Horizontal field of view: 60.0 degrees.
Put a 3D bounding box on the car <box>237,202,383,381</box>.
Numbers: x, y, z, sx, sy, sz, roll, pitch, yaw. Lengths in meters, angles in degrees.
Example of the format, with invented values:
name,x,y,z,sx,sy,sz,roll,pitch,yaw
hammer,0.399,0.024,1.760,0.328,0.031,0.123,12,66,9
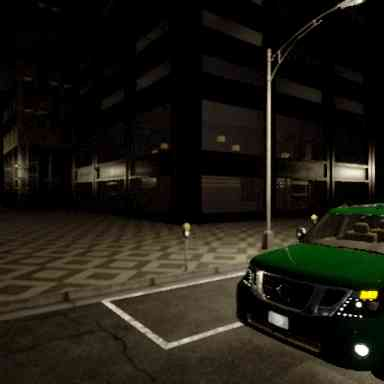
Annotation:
name,x,y,z,sx,sy,sz,roll,pitch,yaw
car,3.314,1.229,5.707,5.566,2.045,2.150,0,0,-35
